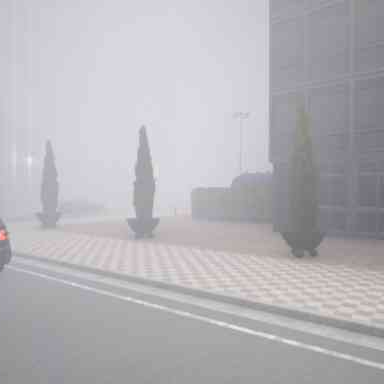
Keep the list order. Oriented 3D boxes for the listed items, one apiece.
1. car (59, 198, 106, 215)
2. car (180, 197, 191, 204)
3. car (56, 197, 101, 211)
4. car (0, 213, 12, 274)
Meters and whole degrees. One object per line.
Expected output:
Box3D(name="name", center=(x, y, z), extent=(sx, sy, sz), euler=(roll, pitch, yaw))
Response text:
Box3D(name="car", center=(-10.854, 1.464, 33.295), extent=(2.128, 1.511, 4.902), euler=(0, 0, 35))
Box3D(name="car", center=(-0.329, 1.531, 60.738), extent=(1.994, 1.385, 4.181), euler=(0, 0, 36))
Box3D(name="car", center=(-14.003, 1.457, 41.321), extent=(2.128, 1.511, 4.902), euler=(0, 0, 35))
Box3D(name="car", center=(-7.105, 1.212, 9.041), extent=(5.566, 2.045, 2.150), euler=(0, 0, 36))
